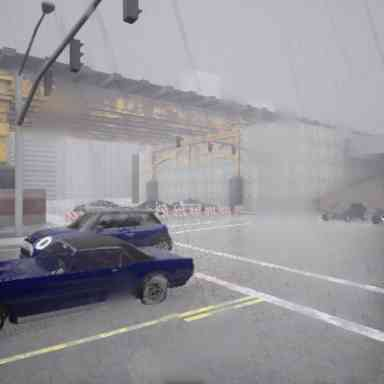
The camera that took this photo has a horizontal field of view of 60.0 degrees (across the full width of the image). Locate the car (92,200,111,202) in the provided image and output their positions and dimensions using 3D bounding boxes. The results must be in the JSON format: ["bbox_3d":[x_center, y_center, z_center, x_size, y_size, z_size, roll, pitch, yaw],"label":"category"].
[{"bbox_3d":[-7.524,1.453,28.811,4.974,1.542,2.038,0,0,8],"label":"car"}]

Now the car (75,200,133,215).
[{"bbox_3d":[-7.575,1.295,28.818,4.536,1.218,1.853,0,0,8],"label":"car"}]

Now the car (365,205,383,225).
[{"bbox_3d":[14.260,1.505,23.180,4.892,1.490,1.837,0,0,-40],"label":"car"}]

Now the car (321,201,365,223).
[{"bbox_3d":[11.855,1.505,25.712,4.892,1.490,1.837,0,0,-40],"label":"car"}]

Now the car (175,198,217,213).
[{"bbox_3d":[0.077,1.295,35.252,4.536,1.218,1.853,0,0,-7],"label":"car"}]

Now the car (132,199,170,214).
[{"bbox_3d":[-3.764,1.295,31.547,1.853,1.218,4.536,0,0,18],"label":"car"}]

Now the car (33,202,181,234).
[{"bbox_3d":[-2.906,1.352,10.595,4.553,1.767,2.097,0,0,-37],"label":"car"}]

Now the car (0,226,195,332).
[{"bbox_3d":[-2.355,1.603,6.537,4.718,1.301,1.895,0,0,-35],"label":"car"}]

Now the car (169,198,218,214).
[{"bbox_3d":[0.129,1.453,35.259,4.974,1.542,2.038,0,0,-7],"label":"car"}]

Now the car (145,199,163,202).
[{"bbox_3d":[-3.780,1.453,31.497,2.038,1.542,4.974,0,0,18],"label":"car"}]
